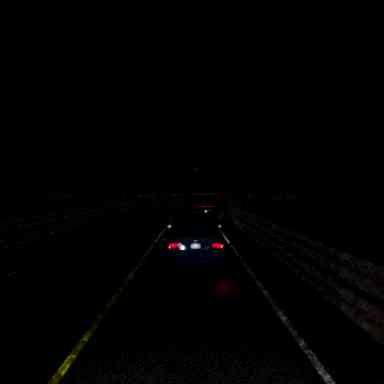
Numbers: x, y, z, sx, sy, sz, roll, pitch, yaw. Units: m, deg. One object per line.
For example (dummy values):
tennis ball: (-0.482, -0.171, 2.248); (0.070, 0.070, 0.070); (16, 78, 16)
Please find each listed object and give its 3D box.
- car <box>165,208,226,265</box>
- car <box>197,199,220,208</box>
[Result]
car: (0.103, 1.526, 11.600); (2.033, 1.411, 5.357); (0, 0, 0)
car: (1.596, 1.443, 32.115); (1.837, 1.490, 4.892); (0, 1, 9)
